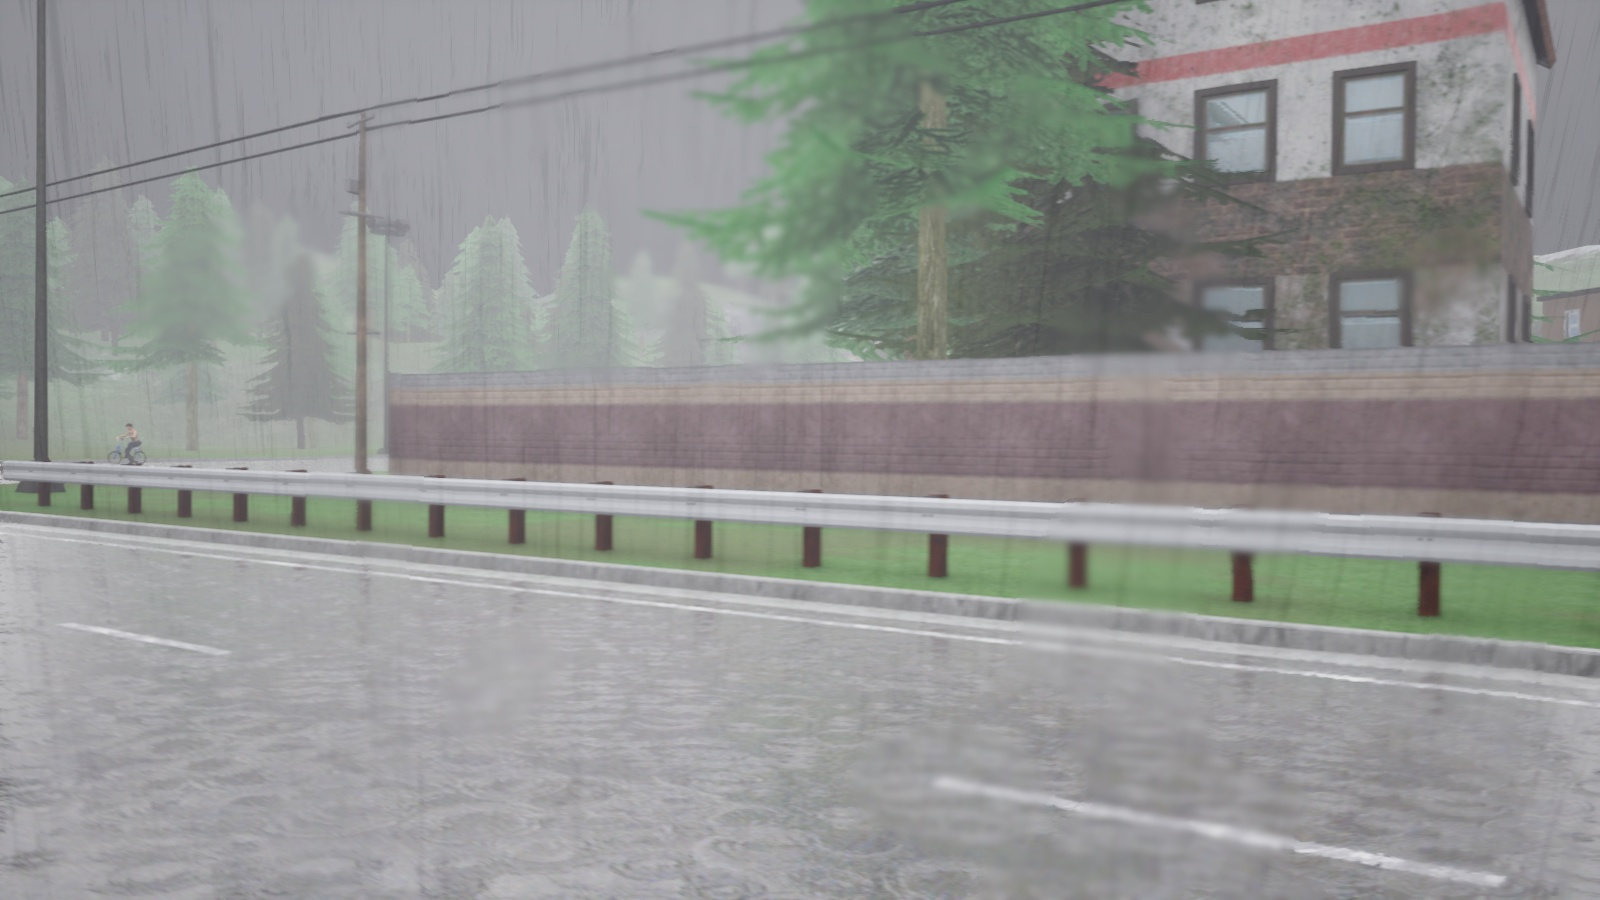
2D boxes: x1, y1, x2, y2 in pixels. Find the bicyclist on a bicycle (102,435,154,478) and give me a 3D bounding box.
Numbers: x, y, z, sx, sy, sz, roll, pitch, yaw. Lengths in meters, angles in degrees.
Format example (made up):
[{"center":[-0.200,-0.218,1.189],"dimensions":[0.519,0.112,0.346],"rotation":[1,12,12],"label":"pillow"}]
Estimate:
[{"center":[-26.049,0.239,48.704],"dimensions":[0.866,1.612,1.509],"rotation":[0,1,34],"label":"bicyclist on a bicycle"}]
